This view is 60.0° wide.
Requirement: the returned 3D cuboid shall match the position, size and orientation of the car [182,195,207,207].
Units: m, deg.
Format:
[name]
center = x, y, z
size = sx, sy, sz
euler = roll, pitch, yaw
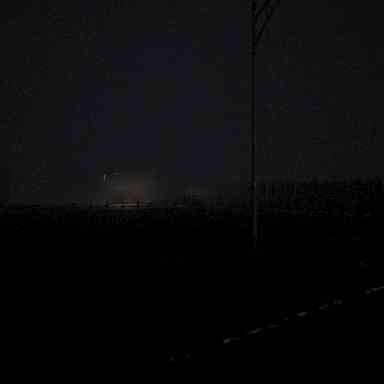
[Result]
[car]
center = 0.324, 1.489, 58.036
size = 2.150, 2.045, 5.566
euler = -1, 0, -35
